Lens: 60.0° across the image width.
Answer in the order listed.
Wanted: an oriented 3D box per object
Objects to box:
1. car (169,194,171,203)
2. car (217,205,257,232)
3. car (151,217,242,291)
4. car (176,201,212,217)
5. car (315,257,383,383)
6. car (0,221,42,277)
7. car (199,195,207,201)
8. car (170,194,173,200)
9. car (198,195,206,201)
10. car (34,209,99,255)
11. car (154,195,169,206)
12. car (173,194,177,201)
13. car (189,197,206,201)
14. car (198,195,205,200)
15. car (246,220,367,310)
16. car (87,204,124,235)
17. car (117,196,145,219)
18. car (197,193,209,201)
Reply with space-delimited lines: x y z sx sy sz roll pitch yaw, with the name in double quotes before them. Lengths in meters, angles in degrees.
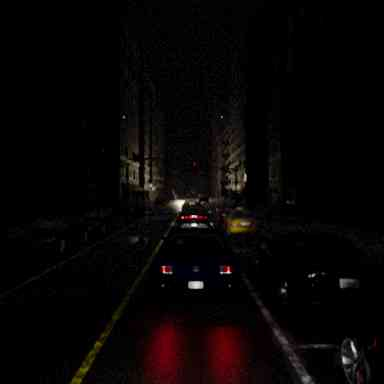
"car" -5.367 1.560 61.240 1.887 1.381 4.507 0 0 0
"car" 2.643 1.535 18.655 1.752 1.417 4.829 0 0 0
"car" 0.101 1.607 9.007 1.895 1.301 4.718 0 0 0
"car" 0.109 1.514 19.876 1.837 1.490 4.892 0 0 0
"car" 2.637 1.568 2.246 1.947 1.339 4.313 0 0 0
"car" -5.386 1.587 7.671 1.802 1.307 4.206 0 0 0
"car" 2.666 1.451 83.046 1.967 1.590 4.097 0 0 0
"car" -5.365 1.540 66.523 1.752 1.417 4.829 0 0 0
"car" 2.668 1.554 88.501 1.887 1.381 4.507 0 0 0
"car" -5.384 1.559 13.084 2.008 1.369 4.403 0 0 0
"car" -5.369 1.566 55.785 2.008 1.369 4.403 0 0 0
"car" -5.359 1.576 83.055 1.947 1.339 4.313 0 0 0
"car" -0.006 1.489 30.003 1.882 1.535 5.008 0 0 -1
"car" 2.670 1.558 93.955 2.008 1.369 4.403 0 0 0
"car" 2.639 1.572 7.659 1.947 1.339 4.313 0 0 0
"car" -5.382 1.560 18.497 2.008 1.369 4.403 0 0 0
"car" -5.378 1.326 29.322 2.192 1.841 5.009 0 0 0
"car" 2.662 1.454 72.137 1.967 1.590 4.097 0 0 0
